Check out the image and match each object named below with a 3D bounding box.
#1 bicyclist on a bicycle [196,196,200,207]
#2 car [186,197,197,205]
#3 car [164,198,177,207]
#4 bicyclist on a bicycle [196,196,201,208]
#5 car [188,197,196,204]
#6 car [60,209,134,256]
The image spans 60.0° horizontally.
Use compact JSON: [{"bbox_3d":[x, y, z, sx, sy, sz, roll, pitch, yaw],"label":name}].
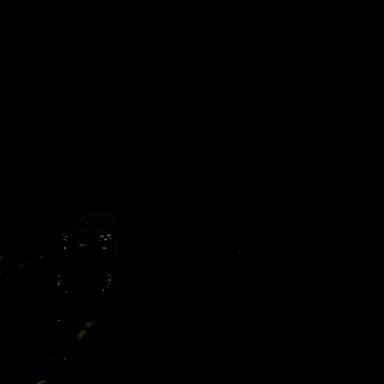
[{"bbox_3d":[0.971,1.580,56.580,0.659,1.776,1.843,0,0,0],"label":"bicyclist on a bicycle"},{"bbox_3d":[0.012,1.768,63.903,1.837,1.490,4.892,0,0,0],"label":"car"},{"bbox_3d":[-3.544,1.747,55.036,2.033,1.411,5.357,0,0,1],"label":"car"},{"bbox_3d":[0.970,1.529,48.111,0.659,1.776,1.843,0,0,0],"label":"bicyclist on a bicycle"},{"bbox_3d":[0.013,1.867,77.175,1.882,1.535,5.008,0,-1,0],"label":"car"},{"bbox_3d":[-3.597,1.487,13.389,1.882,1.535,5.008,0,0,0],"label":"car"}]
